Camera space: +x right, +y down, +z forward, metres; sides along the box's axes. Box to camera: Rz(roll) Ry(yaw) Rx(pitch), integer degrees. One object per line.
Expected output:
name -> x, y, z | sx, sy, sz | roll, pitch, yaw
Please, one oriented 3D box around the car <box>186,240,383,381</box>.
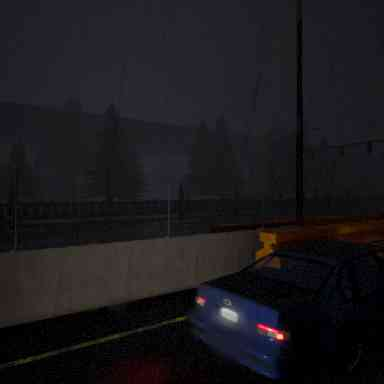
car -> 2.494, 1.548, 5.524 | 5.357, 1.411, 2.033 | 0, 0, -36
